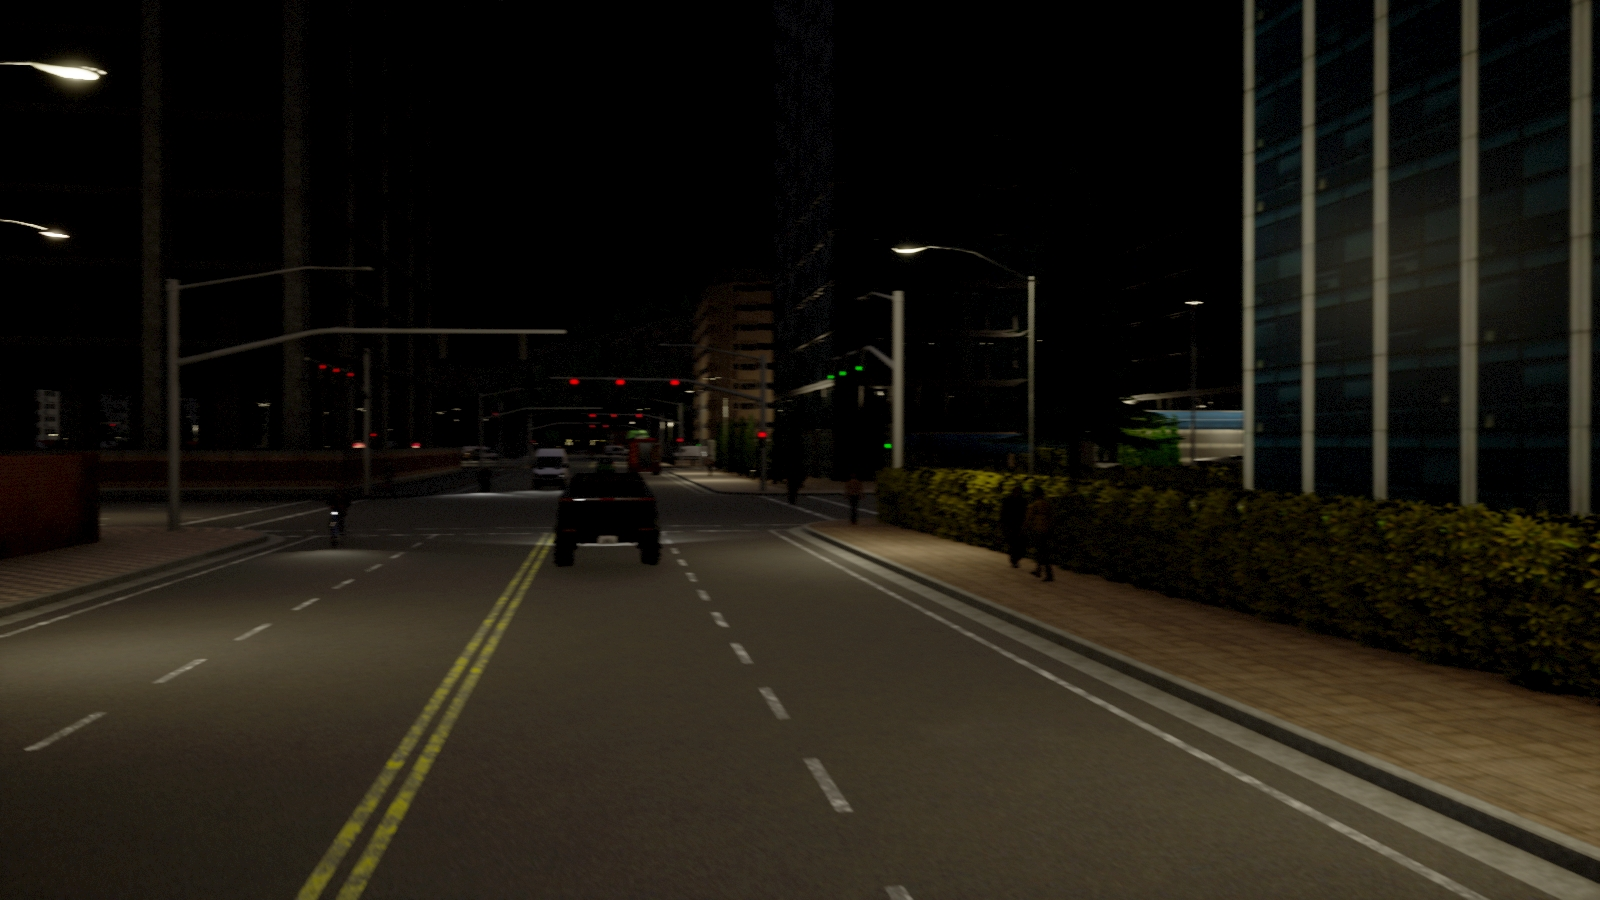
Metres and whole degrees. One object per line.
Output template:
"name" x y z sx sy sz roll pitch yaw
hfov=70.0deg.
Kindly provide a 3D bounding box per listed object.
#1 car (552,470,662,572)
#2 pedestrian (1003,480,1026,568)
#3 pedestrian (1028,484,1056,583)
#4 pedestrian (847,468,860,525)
"car" -4.765 1.615 28.280 2.390 2.098 6.274 0 0 -10
"pedestrian" 4.580 1.574 24.412 0.375 1.860 0.375 0 0 -10
"pedestrian" 4.606 1.585 21.782 0.375 1.860 0.375 0 0 -22
"pedestrian" 1.747 1.514 37.346 0.375 1.860 0.375 0 0 -7
